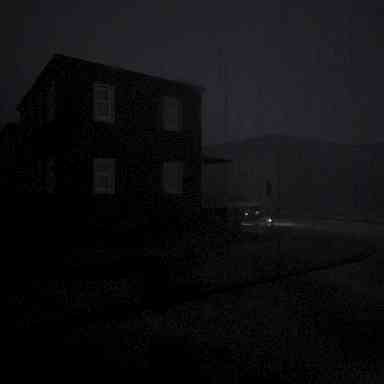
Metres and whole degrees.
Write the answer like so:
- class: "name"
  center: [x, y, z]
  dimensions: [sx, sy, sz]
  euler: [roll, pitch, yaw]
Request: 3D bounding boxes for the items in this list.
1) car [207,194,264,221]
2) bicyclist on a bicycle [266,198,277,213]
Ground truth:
- class: "car"
  center: [3.336, 1.223, 27.309]
  dimensions: [2.150, 2.045, 5.566]
  euler: [0, 0, -35]
- class: "bicyclist on a bicycle"
  center: [8.322, 1.348, 34.790]
  dimensions: [1.656, 1.620, 0.582]
  euler: [0, 0, -35]
